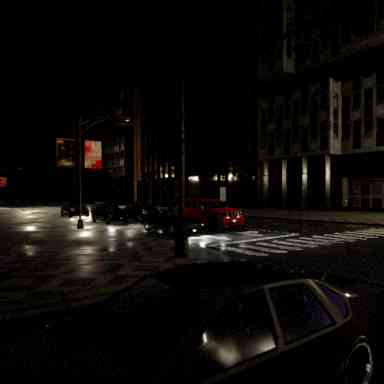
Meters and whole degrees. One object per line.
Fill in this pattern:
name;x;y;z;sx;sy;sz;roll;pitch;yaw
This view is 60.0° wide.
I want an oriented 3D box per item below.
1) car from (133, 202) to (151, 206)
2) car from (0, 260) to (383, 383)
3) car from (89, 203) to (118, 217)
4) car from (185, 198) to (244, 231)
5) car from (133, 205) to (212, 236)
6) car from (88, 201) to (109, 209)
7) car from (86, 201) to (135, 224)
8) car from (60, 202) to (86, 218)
car;-4.582;1.716;30.686;2.097;1.767;4.553;0;-1;-36
car;0.212;1.547;3.533;5.357;1.411;2.033;0;0;-36
car;-10.365;2.024;38.771;1.812;1.442;4.674;0;-1;-35
car;1.074;1.455;22.822;2.150;2.045;5.566;0;-1;-34
car;-1.411;1.793;20.665;2.033;1.411;5.357;0;-1;-36
car;-16.659;2.284;59.049;2.033;1.411;5.357;0;-1;-36
car;-7.101;1.855;28.616;1.882;1.535;5.008;0;-1;-36
car;-13.012;1.866;36.887;2.097;1.767;4.553;0;-1;-35
